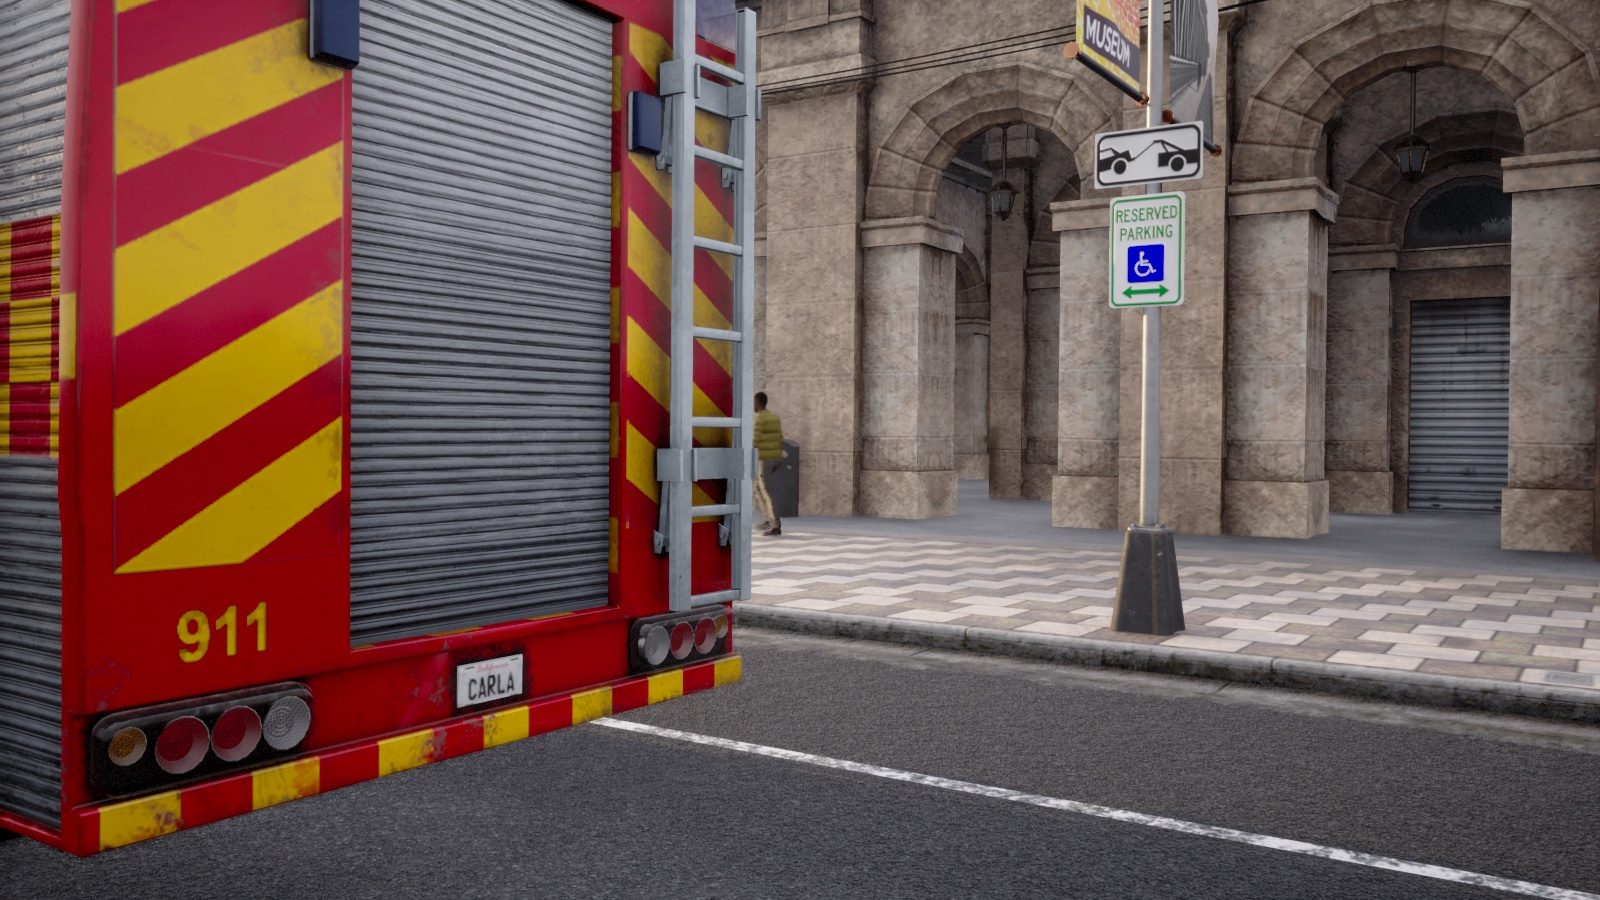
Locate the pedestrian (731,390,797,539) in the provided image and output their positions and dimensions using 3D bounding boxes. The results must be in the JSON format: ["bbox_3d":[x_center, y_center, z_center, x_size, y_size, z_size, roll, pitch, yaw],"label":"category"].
[{"bbox_3d":[-0.455,0.175,15.934,0.709,1.840,0.431,0,1,33],"label":"pedestrian"}]

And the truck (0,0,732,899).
[{"bbox_3d":[-4.646,-0.483,6.693,8.468,3.827,2.891,0,1,34],"label":"truck"}]
